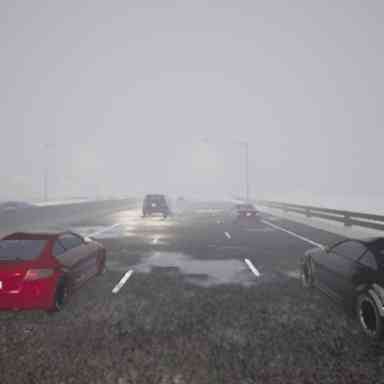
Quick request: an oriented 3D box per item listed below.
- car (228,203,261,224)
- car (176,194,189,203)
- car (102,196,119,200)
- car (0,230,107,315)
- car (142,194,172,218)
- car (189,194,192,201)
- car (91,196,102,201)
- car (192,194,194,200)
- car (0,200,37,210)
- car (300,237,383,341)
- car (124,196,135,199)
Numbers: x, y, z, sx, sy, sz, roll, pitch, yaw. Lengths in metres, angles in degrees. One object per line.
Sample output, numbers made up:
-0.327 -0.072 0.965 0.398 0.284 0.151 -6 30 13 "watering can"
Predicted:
3.793 1.521 24.601 2.033 1.411 5.357 0 0 1 "car"
-2.183 1.487 66.584 1.837 1.490 4.892 0 0 2 "car"
-16.161 1.520 67.368 1.994 1.385 4.181 0 0 2 "car"
-3.371 1.551 7.640 1.994 1.385 4.181 0 0 0 "car"
-3.115 1.188 30.181 2.150 2.045 5.566 0 0 1 "car"
-1.720 1.523 77.541 1.812 1.442 4.674 0 0 3 "car"
-19.586 1.482 69.335 1.812 1.442 4.674 0 0 2 "car"
-1.187 1.446 88.497 2.033 1.649 4.856 0 0 3 "car"
-13.885 1.442 25.731 1.882 1.535 5.008 0 0 1 "car"
3.624 1.555 6.476 1.994 1.385 4.181 0 0 0 "car"
-12.665 1.492 67.231 2.128 1.511 4.902 0 0 2 "car"
